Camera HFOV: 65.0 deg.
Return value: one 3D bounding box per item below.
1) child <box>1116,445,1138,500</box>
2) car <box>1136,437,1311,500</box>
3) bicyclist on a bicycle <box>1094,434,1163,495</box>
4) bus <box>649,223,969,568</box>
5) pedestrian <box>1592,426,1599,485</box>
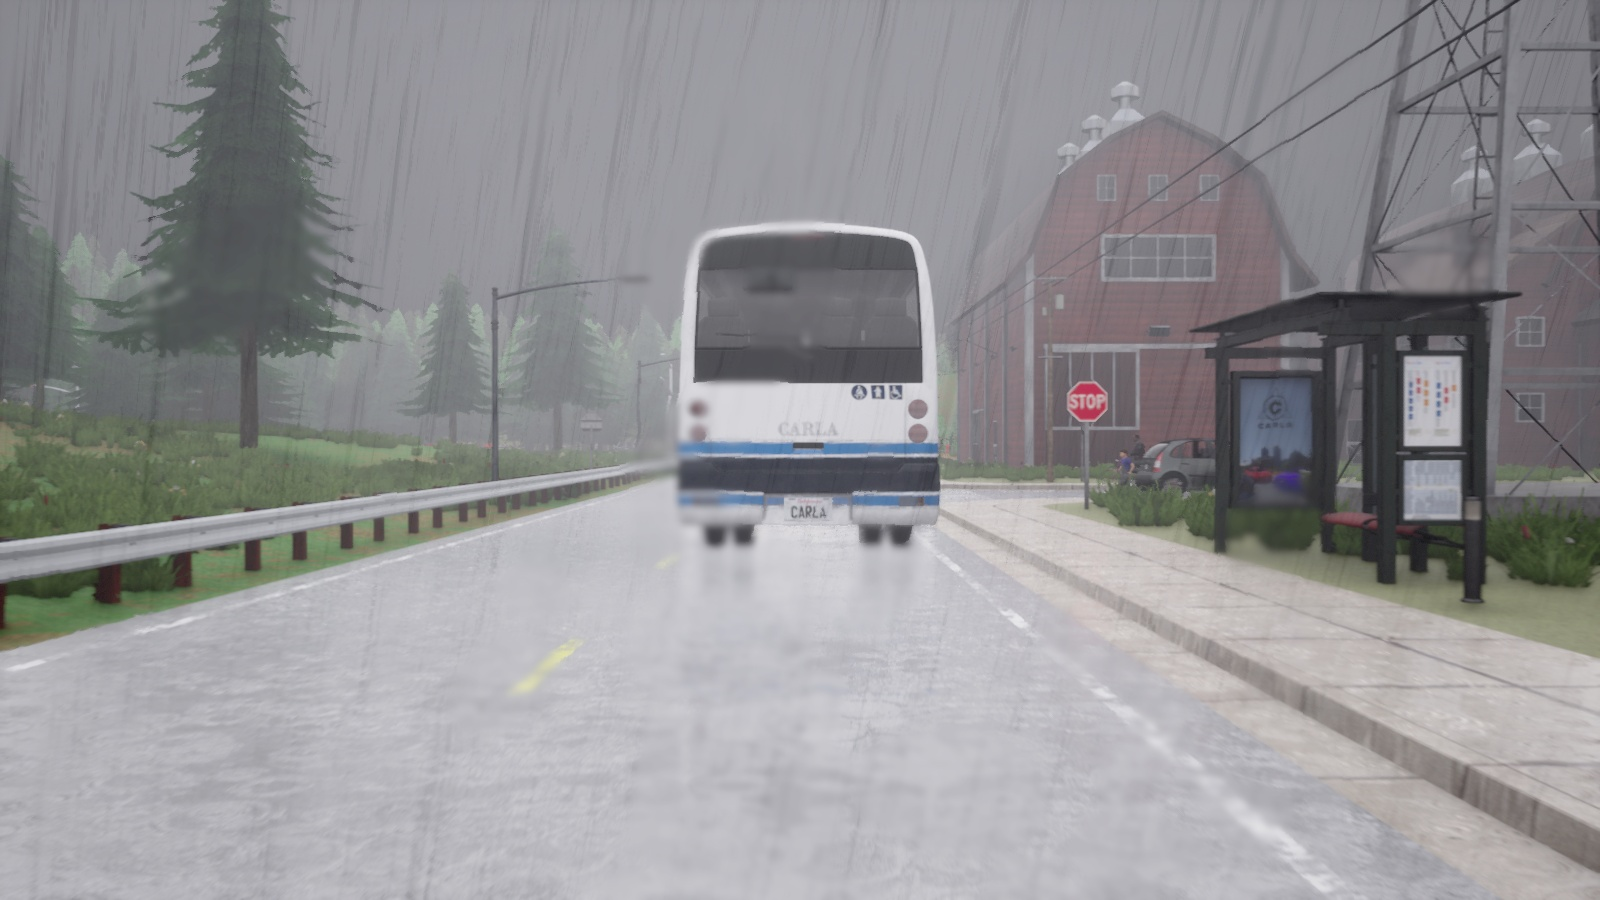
[{"bbox_3d":[7.539,0.525,28.939,0.437,1.263,0.270,0,0,0],"label":"child"},{"bbox_3d":[11.131,0.467,33.210,3.988,1.617,1.851,0,0,0],"label":"car"},{"bbox_3d":[9.596,0.418,36.729,1.843,1.776,0.659,0,0,1],"label":"bicyclist on a bicycle"},{"bbox_3d":[0.134,-0.746,20.638,3.944,4.253,10.273,0,1,0],"label":"bus"},{"bbox_3d":[26.978,0.189,41.728,0.873,1.952,0.659,0,0,-1],"label":"pedestrian"}]
